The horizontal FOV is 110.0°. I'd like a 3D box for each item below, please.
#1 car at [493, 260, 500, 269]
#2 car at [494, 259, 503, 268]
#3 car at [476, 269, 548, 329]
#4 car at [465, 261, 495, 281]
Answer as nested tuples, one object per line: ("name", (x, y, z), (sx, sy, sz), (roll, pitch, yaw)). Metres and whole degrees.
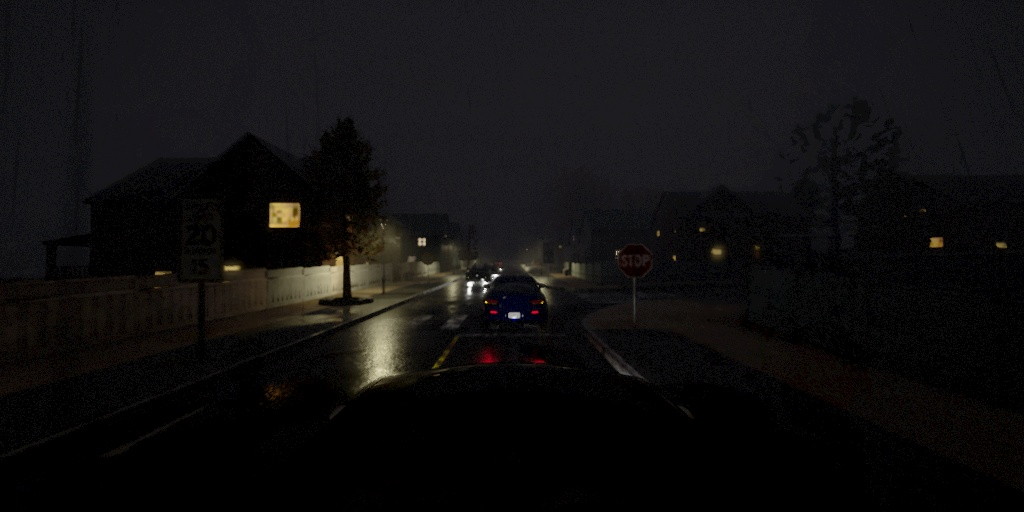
("car", (-2.847, 1.521, 45.319), (1.895, 1.301, 4.718), (0, 0, 0))
("car", (-2.750, 1.361, 64.968), (2.097, 1.767, 4.553), (0, 0, 0))
("car", (0.072, 1.313, 11.250), (1.812, 1.442, 4.674), (0, 0, 0))
("car", (-2.850, 1.428, 31.174), (1.994, 1.385, 4.181), (0, 0, 0))
